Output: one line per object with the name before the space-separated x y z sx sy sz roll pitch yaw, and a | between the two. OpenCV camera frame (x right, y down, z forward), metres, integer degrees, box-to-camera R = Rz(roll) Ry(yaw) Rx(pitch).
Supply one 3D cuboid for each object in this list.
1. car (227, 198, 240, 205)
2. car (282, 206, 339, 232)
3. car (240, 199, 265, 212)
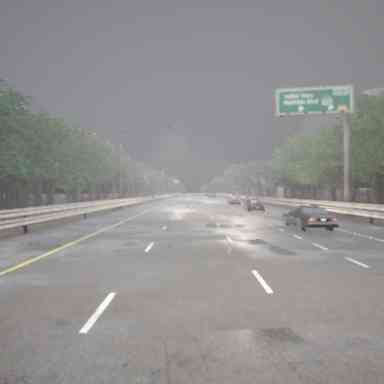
car | 7.098 1.590 56.977 1.895 1.301 4.718 0 0 0
car | 7.027 1.545 20.255 2.033 1.411 5.357 0 0 0
car | 7.061 1.526 38.148 1.812 1.442 4.674 0 0 0
